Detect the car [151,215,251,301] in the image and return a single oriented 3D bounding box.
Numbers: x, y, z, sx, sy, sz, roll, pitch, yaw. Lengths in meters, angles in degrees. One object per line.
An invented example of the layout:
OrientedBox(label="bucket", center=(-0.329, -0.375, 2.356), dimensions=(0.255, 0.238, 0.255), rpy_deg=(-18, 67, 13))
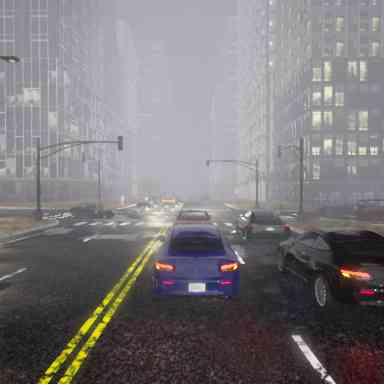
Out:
OrientedBox(label="car", center=(0.084, 1.522, 8.184), dimensions=(1.812, 1.442, 4.674), rpy_deg=(0, 0, 0))

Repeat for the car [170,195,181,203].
OrientedBox(label="car", center=(-3.398, 1.418, 69.151), dimensions=(1.882, 1.535, 5.008), rpy_deg=(0, 0, 0))

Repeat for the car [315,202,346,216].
OrientedBox(label="car", center=(15.030, 1.702, 33.729), dimensions=(4.718, 1.301, 1.895), rpy_deg=(0, 1, 1))

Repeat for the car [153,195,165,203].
OrientedBox(label="car", center=(-6.667, 1.448, 66.937), dimensions=(1.837, 1.490, 4.892), rpy_deg=(0, 0, 0))

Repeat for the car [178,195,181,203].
OrientedBox(label="car", center=(-3.452, 1.554, 58.624), dimensions=(1.895, 1.301, 4.718), rpy_deg=(0, 0, 0))

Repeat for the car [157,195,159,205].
OrientedBox(label="car", center=(-6.703, 1.460, 57.583), dimensions=(1.837, 1.490, 4.892), rpy_deg=(0, 0, 0))

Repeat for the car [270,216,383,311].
OrientedBox(label="car", center=(3.336, 1.522, 7.621), dimensions=(1.812, 1.442, 4.674), rpy_deg=(0, 0, 0))

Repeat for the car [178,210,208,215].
OrientedBox(label="car", center=(0.066, 1.591, 17.350), dimensions=(1.895, 1.301, 4.718), rpy_deg=(0, 0, 0))

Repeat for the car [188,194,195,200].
OrientedBox(label="car", center=(-0.190, 1.267, 89.114), dimensions=(1.812, 1.442, 4.674), rpy_deg=(0, 0, 0))

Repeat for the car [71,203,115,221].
OrientedBox(label="car", center=(-8.235, 1.595, 27.528), dimensions=(1.895, 1.301, 4.718), rpy_deg=(0, 1, -42))

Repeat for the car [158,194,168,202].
OrientedBox(label="car", center=(-6.664, 1.285, 76.862), dimensions=(2.097, 1.767, 4.553), rpy_deg=(0, 0, 0))

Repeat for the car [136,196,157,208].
OrientedBox(label="car", center=(-6.699, 1.513, 47.845), dimensions=(2.033, 1.411, 5.357), rpy_deg=(0, 0, 0))

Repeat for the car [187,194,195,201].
OrientedBox(label="car", center=(-0.168, 1.514, 79.142), dimensions=(1.895, 1.301, 4.718), rpy_deg=(0, 0, 0))

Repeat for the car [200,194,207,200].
OrientedBox(label="car", center=(3.060, 1.338, 89.151), dimensions=(1.895, 1.301, 4.718), rpy_deg=(0, 0, 0))

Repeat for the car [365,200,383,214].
OrientedBox(label="car", center=(21.734, 1.643, 36.240), dimensions=(4.829, 1.417, 1.752), rpy_deg=(1, 0, 1))

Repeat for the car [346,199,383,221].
OrientedBox(label="car", center=(16.143, 1.519, 27.942), dimensions=(5.009, 1.841, 2.192), rpy_deg=(1, 0, 1))

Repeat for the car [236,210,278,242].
OrientedBox(label="car", center=(3.320, 1.555, 16.190), dimensions=(1.994, 1.385, 4.181), rpy_deg=(0, 0, -1))

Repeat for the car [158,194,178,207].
OrientedBox(label="car", center=(-3.448, 1.442, 49.245), dimensions=(1.882, 1.535, 5.008), rpy_deg=(0, 0, 0))

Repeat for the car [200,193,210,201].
OrientedBox(label="car", center=(3.083, 1.143, 78.733), dimensions=(2.150, 2.045, 5.566), rpy_deg=(0, 0, 0))
